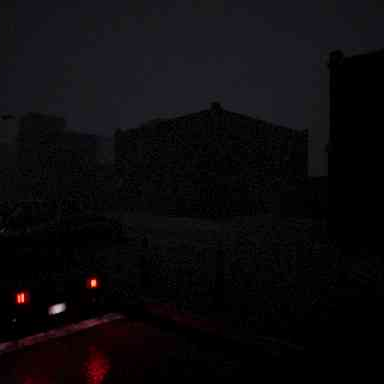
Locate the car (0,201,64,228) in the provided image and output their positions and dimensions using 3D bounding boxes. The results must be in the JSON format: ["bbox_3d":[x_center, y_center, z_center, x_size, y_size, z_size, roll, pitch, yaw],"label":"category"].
[{"bbox_3d":[-9.258,1.570,19.013,4.553,1.767,2.185,1,-1,-44],"label":"car"}]

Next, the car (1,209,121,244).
[{"bbox_3d":[-5.530,1.704,15.057,4.792,1.488,2.163,1,-1,-44],"label":"car"}]

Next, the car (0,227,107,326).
[{"bbox_3d":[-3.894,1.685,7.104,4.718,1.301,1.895,0,-1,42],"label":"car"}]
